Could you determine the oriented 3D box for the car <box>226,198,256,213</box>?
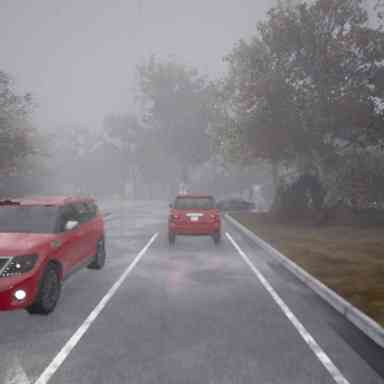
[{"bbox_3d":[4.393,1.260,33.148,4.181,1.385,1.994,0,0,-32],"label":"car"}]

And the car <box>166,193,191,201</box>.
[{"bbox_3d":[-2.646,0.915,64.268,4.892,1.490,1.837,0,0,-4],"label":"car"}]

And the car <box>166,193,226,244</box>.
[{"bbox_3d":[0.094,1.081,15.260,2.150,2.045,5.566,0,0,0],"label":"car"}]

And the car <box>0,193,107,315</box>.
[{"bbox_3d":[-3.600,1.149,7.735,2.150,2.045,5.566,0,1,0],"label":"car"}]

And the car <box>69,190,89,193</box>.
[{"bbox_3d":[-17.453,0.756,50.448,2.150,2.045,5.566,0,1,9],"label":"car"}]
